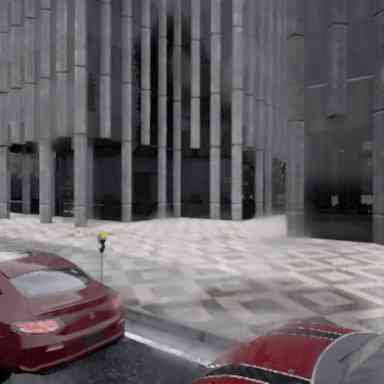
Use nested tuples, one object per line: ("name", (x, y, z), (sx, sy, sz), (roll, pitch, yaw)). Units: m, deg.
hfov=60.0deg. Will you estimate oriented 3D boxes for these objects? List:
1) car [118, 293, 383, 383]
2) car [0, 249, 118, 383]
("car", (1.763, 1.442, 1.823), (4.097, 1.590, 1.967), (0, 0, 35))
("car", (-2.832, 1.561, 5.097), (4.206, 1.307, 1.802), (0, 0, 35))
